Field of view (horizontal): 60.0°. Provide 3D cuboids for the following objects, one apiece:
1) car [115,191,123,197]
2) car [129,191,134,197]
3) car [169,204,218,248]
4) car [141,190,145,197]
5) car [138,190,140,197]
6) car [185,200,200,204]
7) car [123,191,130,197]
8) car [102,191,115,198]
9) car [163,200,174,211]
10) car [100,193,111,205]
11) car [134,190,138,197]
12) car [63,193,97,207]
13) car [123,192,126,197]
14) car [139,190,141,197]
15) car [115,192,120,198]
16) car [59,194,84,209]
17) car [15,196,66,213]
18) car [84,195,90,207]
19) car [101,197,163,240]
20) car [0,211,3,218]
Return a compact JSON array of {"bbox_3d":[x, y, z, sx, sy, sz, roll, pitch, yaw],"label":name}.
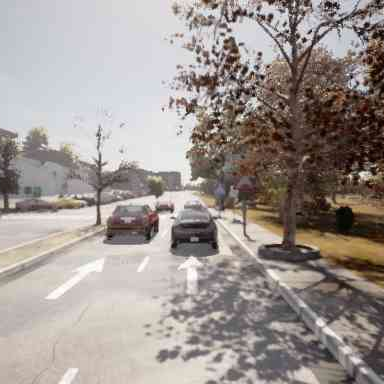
[{"bbox_3d":[-16.885,1.147,66.796,4.553,1.767,2.185,-1,1,-20],"label":"car"},{"bbox_3d":[-16.824,1.107,78.825,4.792,1.488,2.163,-1,1,-20],"label":"car"},{"bbox_3d":[0.093,1.503,14.724,1.837,1.490,4.892,0,0,0],"label":"car"},{"bbox_3d":[-16.875,0.606,93.792,5.566,2.045,2.435,-1,1,-20],"label":"car"},{"bbox_3d":[-16.675,0.976,84.879,5.366,1.575,1.946,-1,1,-20],"label":"car"},{"bbox_3d":[0.085,1.533,33.126,2.033,1.411,5.357,0,0,0],"label":"car"},{"bbox_3d":[-16.845,1.179,72.808,5.008,1.535,2.097,-1,1,-20],"label":"car"},{"bbox_3d":[-16.883,1.131,57.783,5.566,2.045,2.435,-1,1,-20],"label":"car"},{"bbox_3d":[-2.922,1.584,36.764,1.895,1.301,4.718,0,0,0],"label":"car"},{"bbox_3d":[-16.684,1.403,54.858,5.366,1.575,1.946,-1,0,-20],"label":"car"},{"bbox_3d":[-16.829,0.779,81.823,5.566,2.045,2.435,-1,1,-20],"label":"car"},{"bbox_3d":[-16.834,1.198,48.803,5.566,2.045,2.435,-1,0,-20],"label":"car"},{"bbox_3d":[-16.855,1.267,69.809,4.674,1.452,2.002,-1,1,-20],"label":"car"},{"bbox_3d":[-17.022,0.939,87.745,5.366,1.575,1.946,-1,1,-20],"label":"car"},{"bbox_3d":[-16.856,1.357,63.810,4.674,1.452,2.002,-1,0,-20],"label":"car"},{"bbox_3d":[-17.030,1.466,42.711,5.366,1.575,1.946,-1,0,-20],"label":"car"},{"bbox_3d":[-16.833,1.504,36.787,4.792,1.488,2.163,-1,0,-20],"label":"car"},{"bbox_3d":[-16.862,1.499,45.784,4.674,1.452,2.002,-1,0,-20],"label":"car"},{"bbox_3d":[-2.908,1.348,17.200,2.097,1.767,4.553,0,0,0],"label":"car"},{"bbox_3d":[-16.836,1.513,24.782,4.792,1.488,2.163,-1,0,-20],"label":"car"}]
